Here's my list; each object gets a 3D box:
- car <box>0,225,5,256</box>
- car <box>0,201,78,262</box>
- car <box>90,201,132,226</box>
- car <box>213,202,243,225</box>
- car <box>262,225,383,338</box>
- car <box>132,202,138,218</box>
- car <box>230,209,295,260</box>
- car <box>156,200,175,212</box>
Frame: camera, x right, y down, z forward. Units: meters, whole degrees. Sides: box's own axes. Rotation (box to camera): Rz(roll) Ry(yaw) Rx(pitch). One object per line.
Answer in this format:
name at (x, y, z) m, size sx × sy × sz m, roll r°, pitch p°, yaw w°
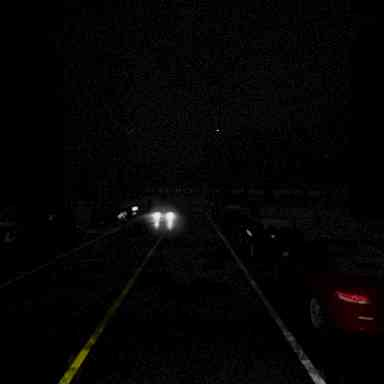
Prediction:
car at (-5.769, 1.567, 6.446) m, size 1.802 × 1.307 × 4.206 m, roll 0°, pitch 0°, yaw 0°
car at (-5.772, 1.292, 12.114) m, size 2.192 × 1.841 × 5.009 m, roll 0°, pitch 0°, yaw 0°
car at (-5.773, 1.537, 23.454) m, size 1.947 × 1.339 × 4.313 m, roll -1°, pitch 0°, yaw 0°
car at (2.751, 1.516, 23.425) m, size 1.887 × 1.381 × 4.507 m, roll -1°, pitch 0°, yaw 0°
car at (2.756, 1.568, 6.417) m, size 1.802 × 1.307 × 4.206 m, roll -1°, pitch 0°, yaw 0°
car at (-5.774, 1.523, 29.123) m, size 2.008 × 1.369 × 4.403 m, roll -1°, pitch 0°, yaw 0°
car at (2.754, 1.527, 12.086) m, size 2.008 × 1.369 × 4.403 m, roll -1°, pitch 0°, yaw 0°
car at (-3.012, 1.577, 38.080) m, size 1.895 × 1.301 × 4.718 m, roll 0°, pitch 0°, yaw 0°
